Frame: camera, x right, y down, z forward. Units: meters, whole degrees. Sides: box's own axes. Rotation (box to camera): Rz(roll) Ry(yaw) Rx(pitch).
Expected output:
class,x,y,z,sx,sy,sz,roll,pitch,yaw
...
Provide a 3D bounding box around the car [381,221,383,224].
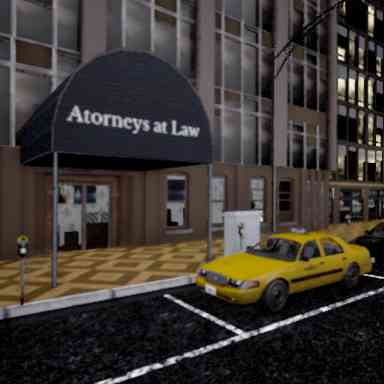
class,x,y,z,sx,sy,sz,roll,pitch,yaw
car,6.983,1.617,11.025,4.313,1.339,1.947,0,0,-35

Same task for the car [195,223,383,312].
class,x,y,z,sx,sy,sz,roll,pitch,yaw
car,2.328,1.552,7.731,4.829,1.417,1.752,0,0,-35
